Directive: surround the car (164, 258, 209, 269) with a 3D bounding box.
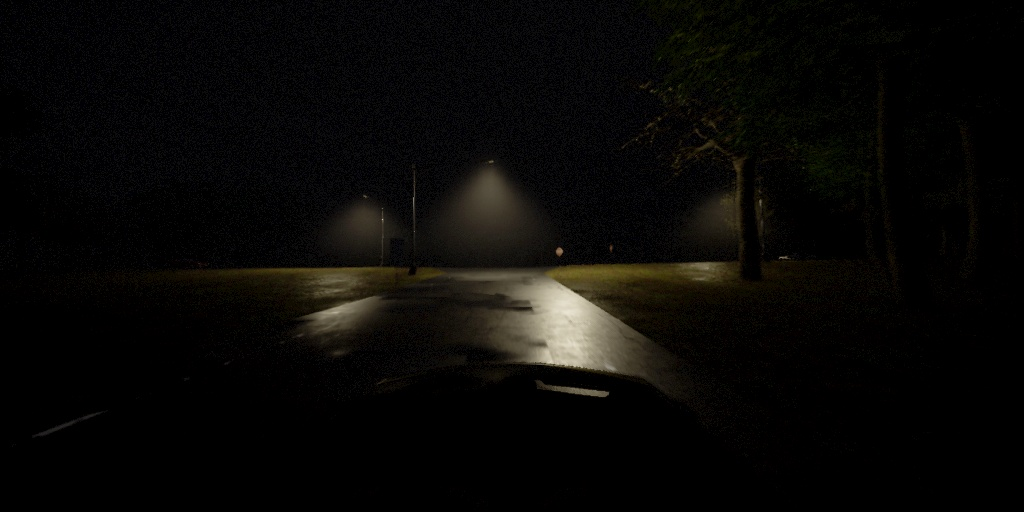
[{"bbox_3d":[-43.130,1.041,47.639,5.008,1.535,1.882,0,-3,1],"label":"car"}]
